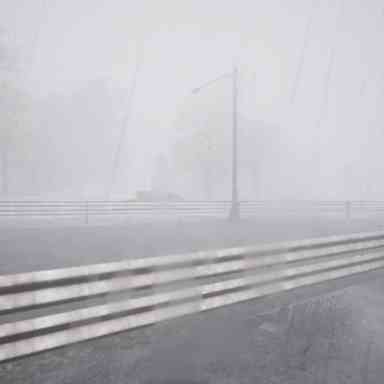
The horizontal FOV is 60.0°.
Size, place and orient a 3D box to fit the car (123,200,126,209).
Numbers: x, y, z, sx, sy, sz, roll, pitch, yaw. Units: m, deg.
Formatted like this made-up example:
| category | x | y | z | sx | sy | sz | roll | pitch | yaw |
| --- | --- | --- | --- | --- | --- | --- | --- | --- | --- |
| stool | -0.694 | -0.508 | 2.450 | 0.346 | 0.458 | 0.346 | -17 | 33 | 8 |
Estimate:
| category | x | y | z | sx | sy | sz | roll | pitch | yaw |
| --- | --- | --- | --- | --- | --- | --- | --- | --- | --- |
| car | -3.425 | 1.266 | 29.614 | 4.674 | 1.442 | 1.812 | 1 | 0 | -22 |

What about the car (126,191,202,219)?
| category | x | y | z | sx | sy | sz | roll | pitch | yaw |
| --- | --- | --- | --- | --- | --- | --- | --- | --- | --- |
| car | -2.006 | 0.931 | 26.393 | 5.566 | 2.045 | 2.150 | 1 | 0 | -22 |

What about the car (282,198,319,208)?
| category | x | y | z | sx | sy | sz | roll | pitch | yaw |
| --- | --- | --- | --- | --- | --- | --- | --- | --- | --- |
| car | 12.955 | 1.472 | 39.856 | 4.674 | 1.442 | 1.812 | 1 | 0 | -21 |
